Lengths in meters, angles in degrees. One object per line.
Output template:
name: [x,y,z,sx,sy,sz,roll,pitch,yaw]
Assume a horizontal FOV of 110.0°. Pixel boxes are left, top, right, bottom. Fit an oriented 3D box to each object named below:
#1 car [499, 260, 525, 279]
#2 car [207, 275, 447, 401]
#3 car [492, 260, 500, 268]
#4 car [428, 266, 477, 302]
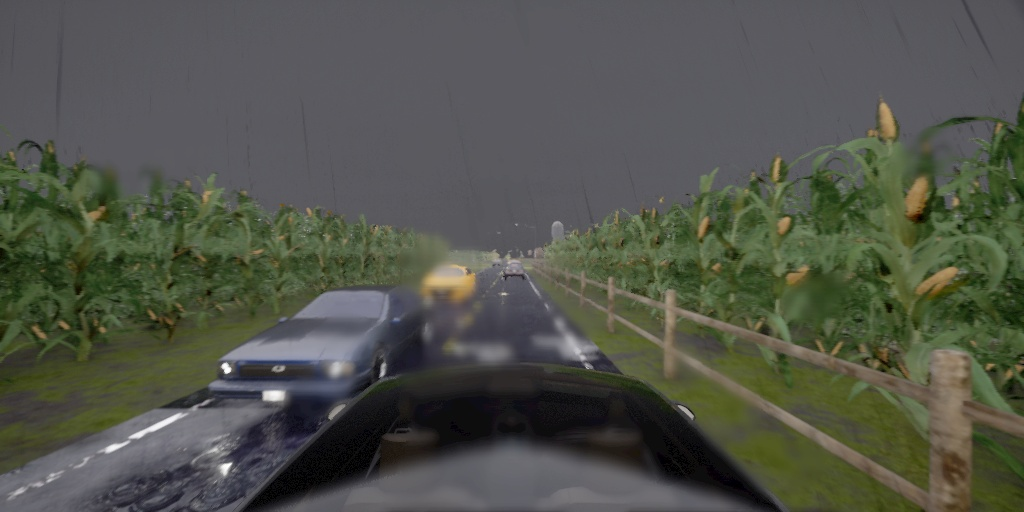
car: [0.205,1.300,32.151,2.033,1.411,5.357,0,0,0]
car: [-2.839,1.286,6.955,2.033,1.411,5.357,0,0,0]
car: [-2.540,1.328,63.670,2.033,1.411,5.357,0,0,1]
car: [-2.793,1.215,16.987,1.882,1.535,5.008,0,0,1]
